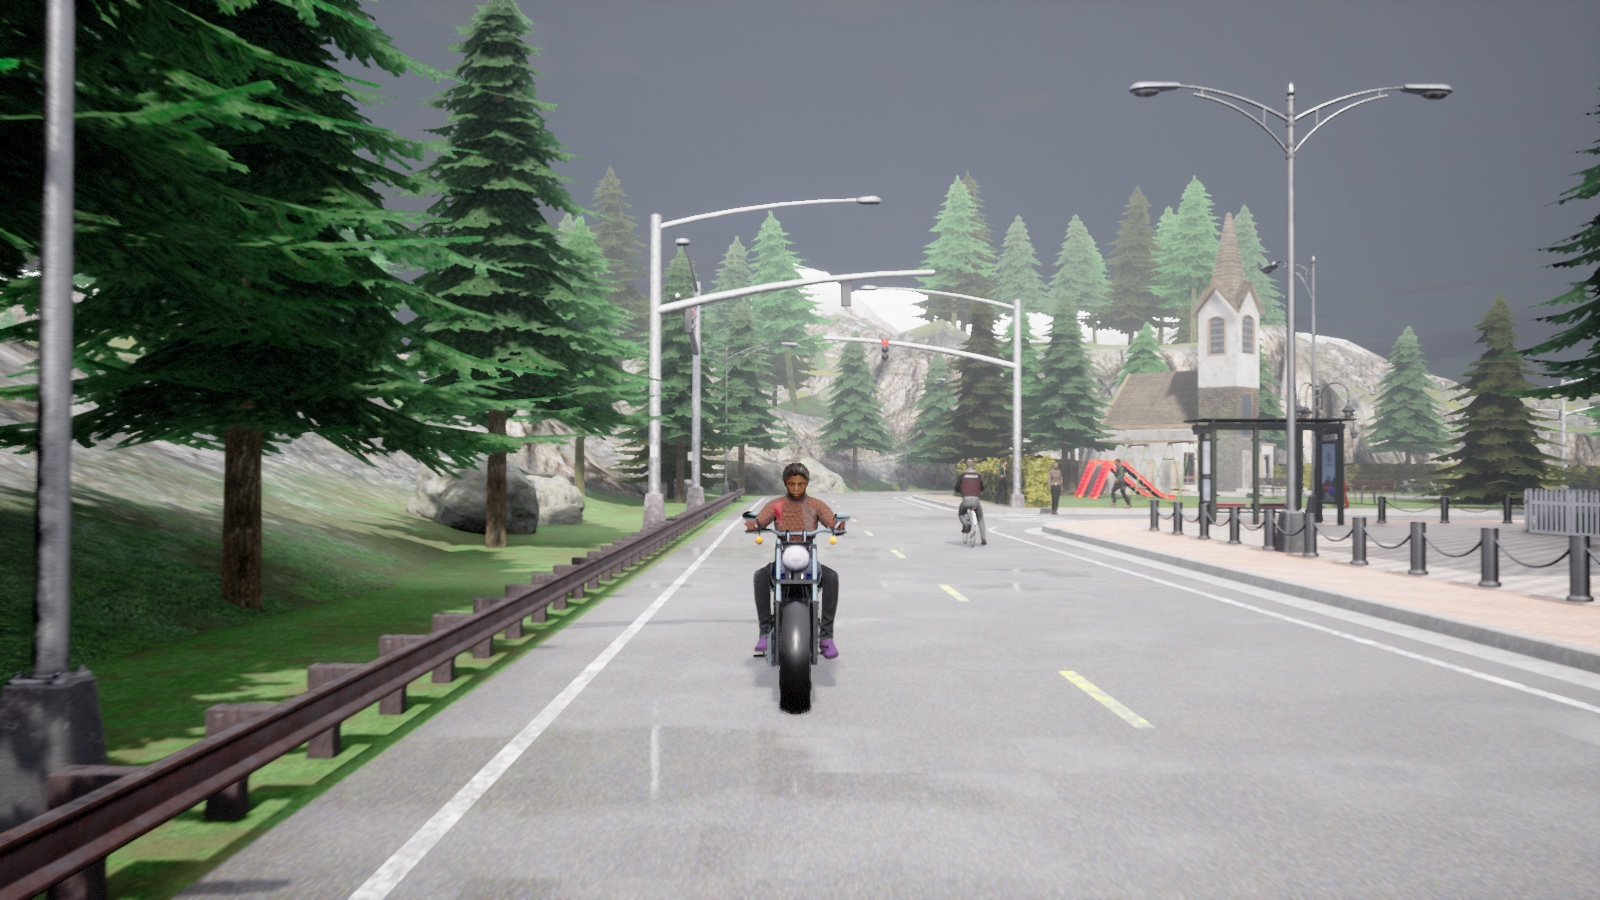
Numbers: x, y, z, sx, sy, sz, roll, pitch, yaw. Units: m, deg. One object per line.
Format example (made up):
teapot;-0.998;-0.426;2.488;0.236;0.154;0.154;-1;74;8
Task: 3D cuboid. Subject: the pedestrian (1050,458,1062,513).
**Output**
pedestrian;8.754;1.209;43.025;0.331;1.846;0.634;0;-1;6

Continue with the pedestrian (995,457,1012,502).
pedestrian;8.340;1.201;51.436;0.594;1.836;0.345;0;-1;-32

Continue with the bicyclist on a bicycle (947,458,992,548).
bicyclist on a bicycle;3.437;1.056;25.613;0.659;1.776;1.843;0;-1;0

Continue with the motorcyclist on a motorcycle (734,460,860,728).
motorcyclist on a motorcycle;-0.022;0.898;8.923;0.766;1.649;2.350;0;-1;0

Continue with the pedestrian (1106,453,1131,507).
pedestrian;11.548;1.100;45.550;0.788;1.949;0.423;0;-1;-5
